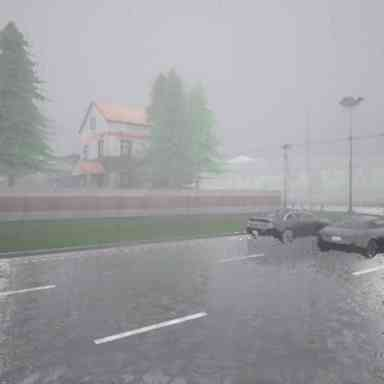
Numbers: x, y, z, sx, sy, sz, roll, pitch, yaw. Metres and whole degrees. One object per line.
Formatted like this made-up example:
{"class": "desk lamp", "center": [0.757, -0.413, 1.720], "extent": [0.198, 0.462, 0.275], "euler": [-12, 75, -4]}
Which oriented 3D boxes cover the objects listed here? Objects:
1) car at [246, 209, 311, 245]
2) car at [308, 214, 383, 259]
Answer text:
{"class": "car", "center": [4.732, 1.548, 15.785], "extent": [4.902, 1.511, 2.128], "euler": [0, 0, -35]}
{"class": "car", "center": [6.762, 1.620, 12.932], "extent": [4.181, 1.385, 1.994], "euler": [0, 0, -35]}
